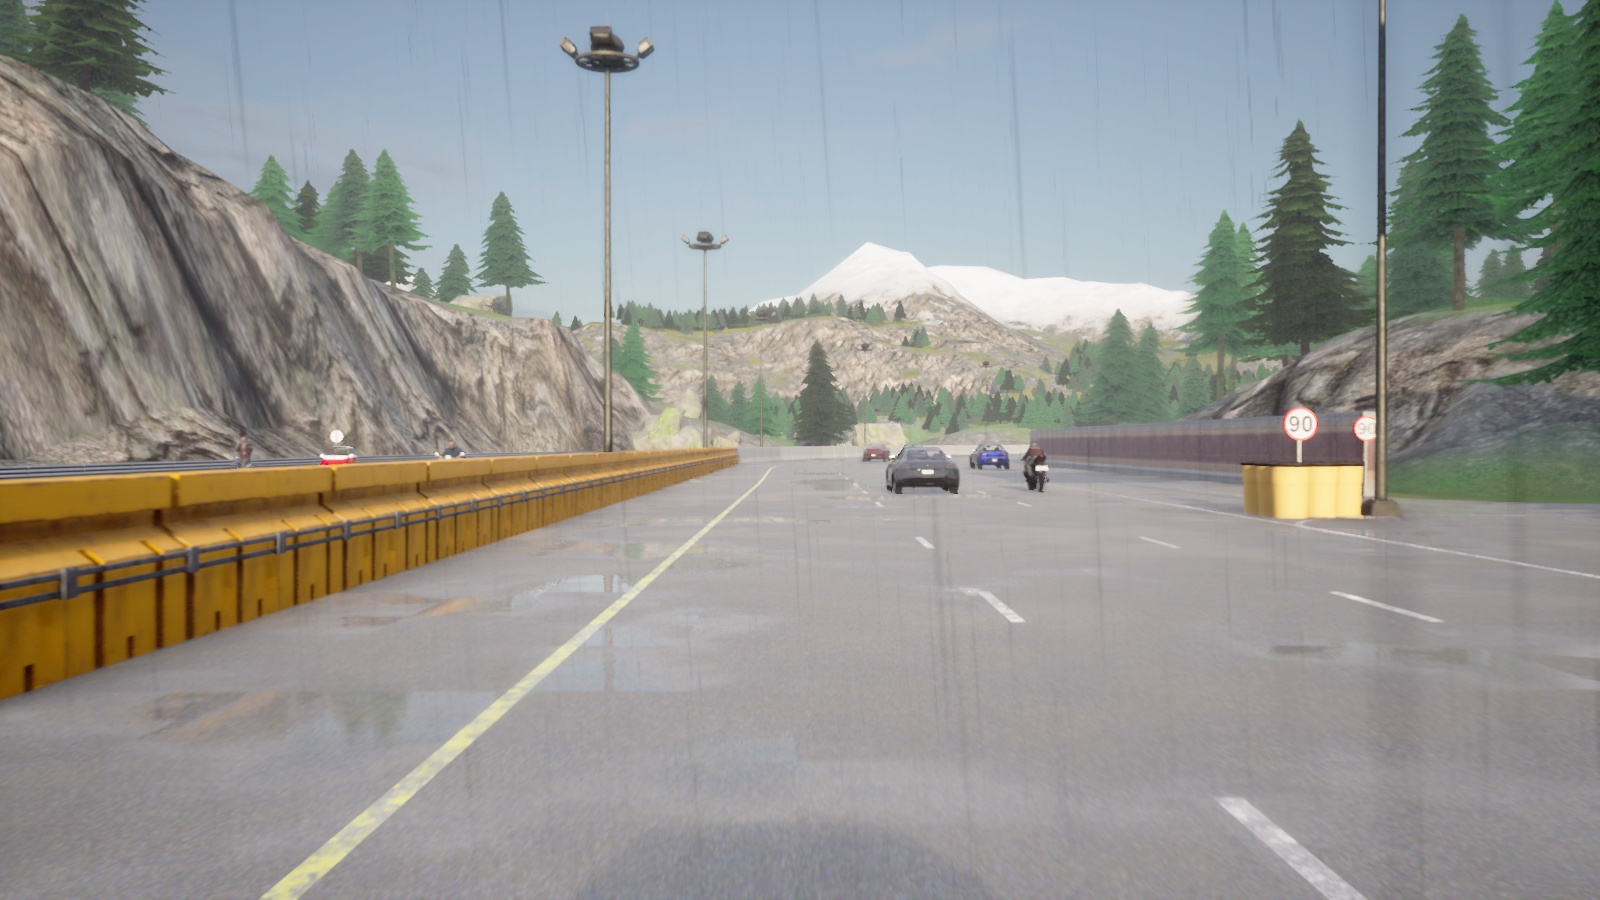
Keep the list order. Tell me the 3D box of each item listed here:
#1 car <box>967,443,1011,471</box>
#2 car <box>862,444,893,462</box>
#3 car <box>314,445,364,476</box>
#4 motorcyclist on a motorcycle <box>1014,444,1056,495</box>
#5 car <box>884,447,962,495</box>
[{"bbox_3d":[10.572,0.371,70.467,1.816,1.474,4.193,0,0,0],"label":"car"},{"bbox_3d":[6.120,0.220,98.860,1.812,1.442,4.674,0,0,11],"label":"car"},{"bbox_3d":[-20.830,0.464,56.824,1.481,1.376,2.207,0,0,0],"label":"car"},{"bbox_3d":[7.204,0.570,38.591,0.866,1.530,2.191,0,0,0],"label":"motorcyclist on a motorcycle"},{"bbox_3d":[3.703,0.596,38.478,1.994,1.385,4.181,0,0,0],"label":"car"}]
